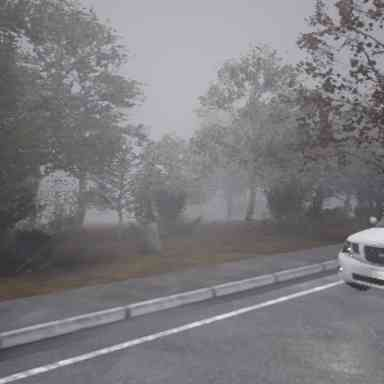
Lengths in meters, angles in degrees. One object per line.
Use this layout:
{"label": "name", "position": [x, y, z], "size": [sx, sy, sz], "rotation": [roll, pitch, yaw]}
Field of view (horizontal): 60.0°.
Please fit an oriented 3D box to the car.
{"label": "car", "position": [5.773, 1.181, 7.798], "size": [5.566, 2.045, 2.150], "rotation": [0, 0, -35]}
